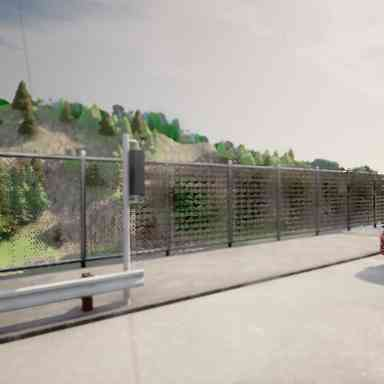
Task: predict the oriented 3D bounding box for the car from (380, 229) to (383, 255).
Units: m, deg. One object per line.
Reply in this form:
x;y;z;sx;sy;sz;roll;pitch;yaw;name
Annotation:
8.135;1.148;10.390;5.566;2.045;2.150;0;0;-36;car
